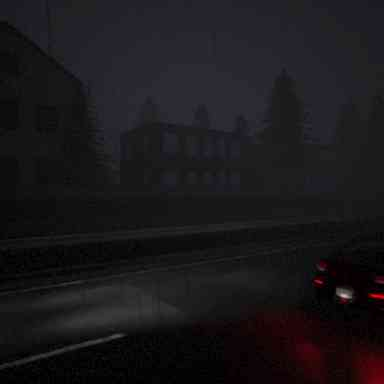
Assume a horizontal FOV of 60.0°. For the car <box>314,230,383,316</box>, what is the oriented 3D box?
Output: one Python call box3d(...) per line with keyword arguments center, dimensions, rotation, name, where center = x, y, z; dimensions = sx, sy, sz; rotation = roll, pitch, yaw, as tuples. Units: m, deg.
box3d(center=(4.424, 1.524, 6.906), dimensions=(4.674, 1.442, 1.812), rotation=(0, 0, -36), name="car")
